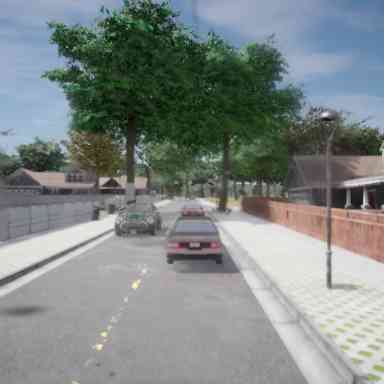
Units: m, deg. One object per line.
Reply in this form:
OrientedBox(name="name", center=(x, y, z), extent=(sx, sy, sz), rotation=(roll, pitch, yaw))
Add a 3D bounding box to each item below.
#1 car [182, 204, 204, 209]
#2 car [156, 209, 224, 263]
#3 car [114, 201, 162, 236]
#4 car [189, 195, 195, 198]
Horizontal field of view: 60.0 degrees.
OrientedBox(name="car", center=(0.086, 1.665, 27.905), extent=(1.895, 1.301, 4.718), rotation=(0, 0, 0))
OrientedBox(name="car", center=(0.090, 1.580, 12.054), extent=(2.033, 1.411, 5.357), rotation=(0, 0, 0))
OrientedBox(name="car", center=(-2.850, 1.399, 18.490), extent=(2.097, 1.767, 4.553), rotation=(0, 0, 0))
OrientedBox(name="car", center=(-0.016, 1.629, 88.879), extent=(1.812, 1.442, 4.674), rotation=(0, 0, 0))
